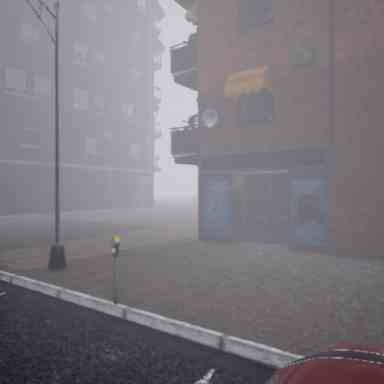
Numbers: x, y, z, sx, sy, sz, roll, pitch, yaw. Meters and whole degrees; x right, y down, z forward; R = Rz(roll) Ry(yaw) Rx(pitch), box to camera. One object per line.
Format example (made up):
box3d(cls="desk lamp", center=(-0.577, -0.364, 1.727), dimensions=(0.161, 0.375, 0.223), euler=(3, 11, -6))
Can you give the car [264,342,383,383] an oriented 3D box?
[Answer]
box3d(cls="car", center=(2.069, 1.439, 1.400), dimensions=(4.097, 1.590, 1.967), euler=(0, 0, 36))
